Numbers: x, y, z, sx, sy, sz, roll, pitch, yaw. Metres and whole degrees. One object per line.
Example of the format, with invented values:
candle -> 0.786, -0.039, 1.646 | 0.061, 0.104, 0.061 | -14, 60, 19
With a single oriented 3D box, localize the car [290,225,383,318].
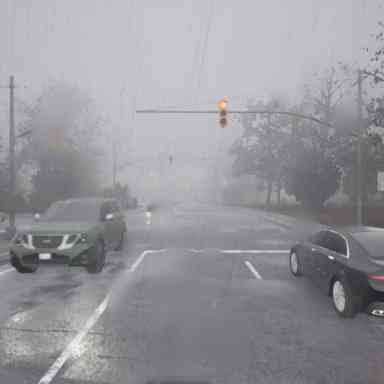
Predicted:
car -> 3.598, 1.504, 7.400 | 1.837, 1.490, 4.892 | 0, 0, 1

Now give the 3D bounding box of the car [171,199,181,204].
car -> -4.376, 2.428, 83.133 | 1.895, 1.301, 4.718 | 0, -1, -22

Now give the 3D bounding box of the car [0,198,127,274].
car -> -3.589, 1.222, 10.897 | 2.150, 2.045, 5.566 | 0, 0, 0

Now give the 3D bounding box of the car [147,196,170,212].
car -> -4.103, 1.545, 39.653 | 1.837, 1.490, 4.892 | 0, -1, 3

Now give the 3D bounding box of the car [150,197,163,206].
car -> -7.529, 1.941, 70.167 | 2.097, 1.767, 4.553 | 0, -1, -13
